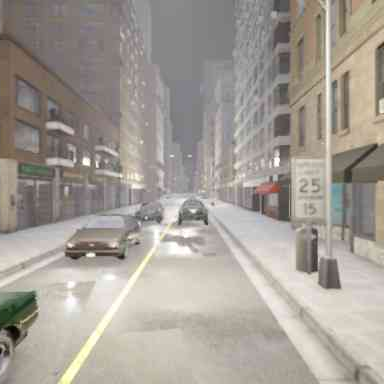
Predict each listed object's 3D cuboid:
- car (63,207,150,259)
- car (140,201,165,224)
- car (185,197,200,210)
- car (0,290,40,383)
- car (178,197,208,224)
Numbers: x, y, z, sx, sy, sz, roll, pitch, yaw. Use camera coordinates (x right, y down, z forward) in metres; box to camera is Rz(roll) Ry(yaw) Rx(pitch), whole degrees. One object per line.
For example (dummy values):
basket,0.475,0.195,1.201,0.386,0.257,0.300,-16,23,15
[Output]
car,-3.085,1.542,12.815,2.033,1.411,5.357,0,0,0
car,-3.076,1.493,25.044,1.837,1.490,4.892,0,0,0
car,0.036,1.491,44.094,1.837,1.490,4.892,0,0,0
car,-3.088,1.601,2.478,1.895,1.301,4.718,0,0,0
car,0.076,1.340,24.430,2.097,1.767,4.553,0,0,0
